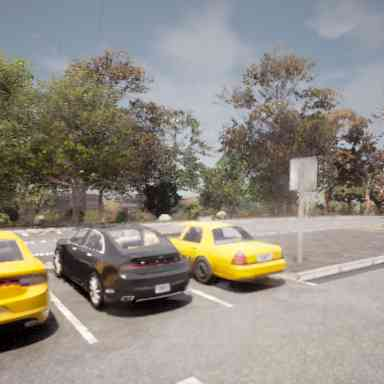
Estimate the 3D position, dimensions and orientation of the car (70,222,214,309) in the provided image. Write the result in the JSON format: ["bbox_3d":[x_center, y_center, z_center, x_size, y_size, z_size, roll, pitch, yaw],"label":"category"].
[{"bbox_3d":[-1.933,1.493,8.061,2.231,1.521,4.892,0,0,-36],"label":"car"}]

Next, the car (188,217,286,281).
[{"bbox_3d":[0.210,1.508,9.825,1.946,1.575,5.366,0,0,-36],"label":"car"}]

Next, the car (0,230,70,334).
[{"bbox_3d":[-4.189,1.480,6.450,2.097,1.535,5.008,0,0,-36],"label":"car"}]
